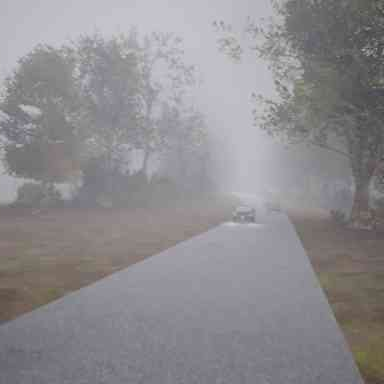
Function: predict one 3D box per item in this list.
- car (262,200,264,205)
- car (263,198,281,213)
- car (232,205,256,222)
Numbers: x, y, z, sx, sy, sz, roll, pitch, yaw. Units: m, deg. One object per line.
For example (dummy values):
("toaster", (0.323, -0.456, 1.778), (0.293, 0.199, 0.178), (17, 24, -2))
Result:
("car", (13.098, 1.770, 57.198), (1.895, 1.301, 4.718), (0, 2, 8))
("car", (10.950, 2.006, 44.609), (2.033, 1.411, 5.357), (0, 1, 12))
("car", (4.909, 1.955, 30.847), (1.812, 1.442, 4.674), (1, -1, 14))
